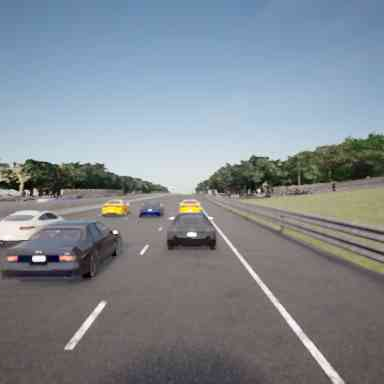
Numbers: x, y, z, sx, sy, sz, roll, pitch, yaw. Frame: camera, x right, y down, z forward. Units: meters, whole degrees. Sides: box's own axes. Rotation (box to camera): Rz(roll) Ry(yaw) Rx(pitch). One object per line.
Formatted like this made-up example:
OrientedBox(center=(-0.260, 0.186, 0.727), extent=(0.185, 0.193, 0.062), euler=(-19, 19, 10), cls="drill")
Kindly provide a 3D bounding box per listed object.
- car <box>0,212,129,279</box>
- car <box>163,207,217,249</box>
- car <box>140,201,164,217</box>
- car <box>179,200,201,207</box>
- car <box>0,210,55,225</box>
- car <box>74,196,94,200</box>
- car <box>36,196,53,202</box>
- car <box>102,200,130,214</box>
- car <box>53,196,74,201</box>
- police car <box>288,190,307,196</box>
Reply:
OrientedBox(center=(-3.478, 1.550, 10.010), extent=(2.033, 1.411, 5.357), euler=(0, 0, -1), cls="car")
OrientedBox(center=(-0.022, 1.564, 14.496), extent=(1.994, 1.385, 4.181), euler=(0, 0, -1), cls="car")
OrientedBox(center=(-3.677, 1.556, 31.041), extent=(1.994, 1.385, 4.181), euler=(0, 0, -1), cls="car")
OrientedBox(center=(-0.186, 1.467, 31.888), extent=(1.882, 1.535, 5.008), euler=(0, 0, -1), cls="car")
OrientedBox(center=(-7.025, 1.529, 14.949), extent=(1.812, 1.442, 4.674), euler=(0, 0, -1), cls="car")
OrientedBox(center=(-18.076, 1.473, 57.300), extent=(1.837, 1.490, 4.892), euler=(0, 0, 0), cls="car")
OrientedBox(center=(-25.064, 1.498, 57.215), extent=(1.812, 1.442, 4.674), euler=(0, 0, 0), cls="car")
OrientedBox(center=(-7.187, 1.471, 31.997), extent=(1.882, 1.535, 5.008), euler=(0, 0, -1), cls="car")
OrientedBox(center=(-21.572, 1.448, 57.247), extent=(1.882, 1.535, 5.008), euler=(0, 0, 0), cls="car")
OrientedBox(center=(21.697, 0.340, 68.781), extent=(1.930, 1.638, 5.238), euler=(0, -3, -15), cls="police car")
